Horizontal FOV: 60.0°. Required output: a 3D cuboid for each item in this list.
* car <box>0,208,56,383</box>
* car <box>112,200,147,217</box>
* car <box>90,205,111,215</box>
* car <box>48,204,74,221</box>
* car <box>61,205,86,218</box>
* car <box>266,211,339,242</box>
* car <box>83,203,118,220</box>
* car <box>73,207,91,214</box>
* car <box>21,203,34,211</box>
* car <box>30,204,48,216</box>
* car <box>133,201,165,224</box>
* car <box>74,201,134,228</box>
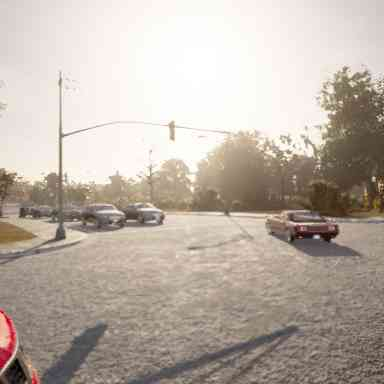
[{"bbox_3d":[-3.548,1.228,1.127,5.566,2.045,2.150,0,0,-36],"label":"car"},{"bbox_3d":[-6.956,1.812,36.528,2.097,1.767,4.553,0,-2,-34],"label":"car"},{"bbox_3d":[-15.109,2.958,54.639,1.812,1.442,4.674,0,-3,-35],"label":"car"},{"bbox_3d":[-11.403,1.880,30.325,1.837,1.490,4.892,0,-2,-35],"label":"car"},{"bbox_3d":[-14.907,2.415,41.638,1.837,1.490,4.892,0,-3,-34],"label":"car"},{"bbox_3d":[5.013,1.541,15.896,1.895,1.301,4.718,0,0,-3],"label":"car"},{"bbox_3d":[-9.225,1.920,33.345,1.837,1.490,4.892,0,-2,-34],"label":"car"},{"bbox_3d":[-20.808,3.537,62.770,1.895,1.301,4.718,0,-3,-34],"label":"car"},{"bbox_3d":[-23.194,2.632,47.597,2.150,2.045,5.566,0,-3,-34],"label":"car"},{"bbox_3d":[-17.279,2.383,38.906,1.837,1.490,4.892,0,-3,-34],"label":"car"},{"bbox_3d":[-3.844,1.583,25.478,2.128,1.511,4.902,0,-1,-36],"label":"car"},{"bbox_3d":[-6.104,1.572,22.610,2.128,1.511,4.902,0,-1,-34],"label":"car"}]
